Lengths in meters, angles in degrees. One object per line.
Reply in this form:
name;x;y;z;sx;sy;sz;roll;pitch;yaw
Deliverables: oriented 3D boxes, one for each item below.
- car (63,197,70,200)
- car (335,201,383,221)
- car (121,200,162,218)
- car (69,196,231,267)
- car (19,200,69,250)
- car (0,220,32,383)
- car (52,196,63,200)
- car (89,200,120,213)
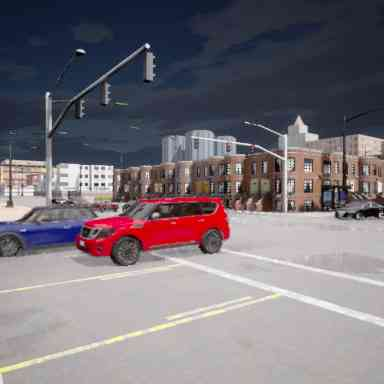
car;-16.263;1.360;47.151;2.097;1.767;4.553;0;0;-36
car;13.752;1.505;27.133;4.902;1.511;2.128;0;0;-30
car;-4.848;1.512;31.334;1.837;1.490;4.892;0;0;-36
car;-1.119;1.224;11.810;5.566;2.045;2.150;0;0;-36
car;-5.656;1.353;12.862;4.553;1.767;2.097;0;0;-36
car;-3.777;1.220;1.074;5.566;2.045;2.150;0;0;-35
car;-22.286;1.499;55.564;2.128;1.511;4.902;0;0;-35
car;-10.316;1.608;38.904;1.895;1.301;4.718;0;0;-36
